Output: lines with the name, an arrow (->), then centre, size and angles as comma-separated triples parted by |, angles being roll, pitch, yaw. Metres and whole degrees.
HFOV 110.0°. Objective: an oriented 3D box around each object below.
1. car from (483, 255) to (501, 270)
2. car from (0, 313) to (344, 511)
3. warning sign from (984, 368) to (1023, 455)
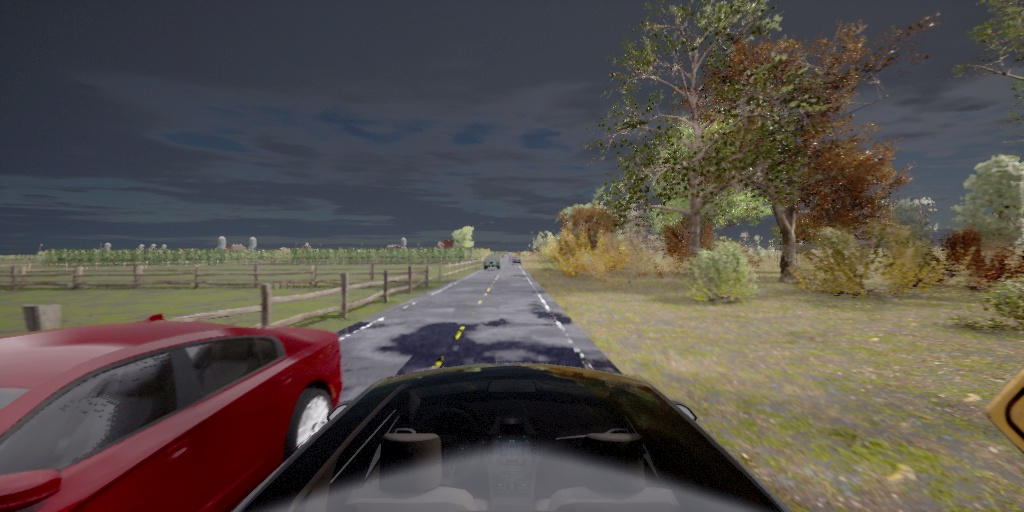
car -> -2.807, 0.908, 51.148 | 2.150, 2.045, 5.566 | 0, 0, 0
car -> -2.847, 1.227, 2.036 | 1.882, 1.535, 5.008 | 0, 0, 0
warning sign -> 2.450, 0.866, 1.385 | 1.300, 1.860, 1.060 | 0, 0, 0
